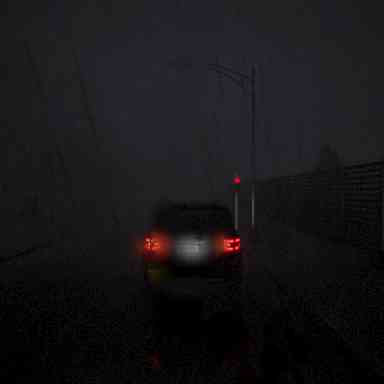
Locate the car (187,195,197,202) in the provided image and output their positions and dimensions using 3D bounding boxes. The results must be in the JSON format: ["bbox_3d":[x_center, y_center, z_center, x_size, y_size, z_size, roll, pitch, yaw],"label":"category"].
[{"bbox_3d":[-0.097,1.478,77.545,1.882,1.535,5.008,0,0,-4],"label":"car"}]

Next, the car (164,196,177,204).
[{"bbox_3d":[-4.123,1.547,64.217,2.033,1.411,5.357,0,0,0],"label":"car"}]

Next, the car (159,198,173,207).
[{"bbox_3d":[-4.153,1.601,53.590,1.895,1.301,4.718,0,0,0],"label":"car"}]

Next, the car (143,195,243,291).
[{"bbox_3d":[0.033,1.221,9.158,2.150,2.045,5.566,0,0,0],"label":"car"}]

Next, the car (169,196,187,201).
[{"bbox_3d":[-3.803,1.595,87.234,4.718,1.301,1.895,0,0,40],"label":"car"}]

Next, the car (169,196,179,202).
[{"bbox_3d":[-4.084,1.552,74.172,1.994,1.385,4.181,0,0,0],"label":"car"}]
